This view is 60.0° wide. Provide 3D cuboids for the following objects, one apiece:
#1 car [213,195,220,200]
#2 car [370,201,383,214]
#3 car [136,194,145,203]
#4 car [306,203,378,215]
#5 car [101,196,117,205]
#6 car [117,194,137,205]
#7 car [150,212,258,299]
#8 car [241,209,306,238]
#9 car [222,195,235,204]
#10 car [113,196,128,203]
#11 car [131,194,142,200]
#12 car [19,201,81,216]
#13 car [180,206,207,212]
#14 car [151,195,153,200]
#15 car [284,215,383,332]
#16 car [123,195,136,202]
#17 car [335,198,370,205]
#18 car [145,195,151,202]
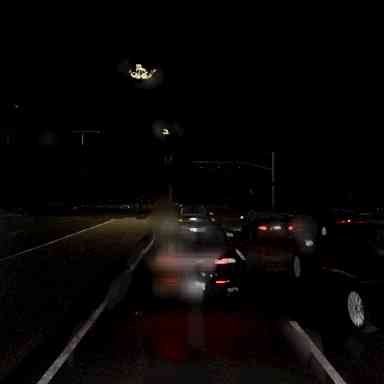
[{"bbox_3d":[6.881,1.551,93.027,1.994,1.385,4.181,0,0,1],"label":"car"},{"bbox_3d":[20.958,1.504,33.195,4.892,1.490,1.837,0,0,0],"label":"car"},{"bbox_3d":[-11.618,1.499,68.974,1.837,1.490,4.892,0,0,0],"label":"car"},{"bbox_3d":[7.072,1.505,16.915,1.837,1.490,4.892,0,0,0],"label":"car"},{"bbox_3d":[-15.159,1.477,60.631,1.882,1.535,5.008,0,0,0],"label":"car"},{"bbox_3d":[-11.699,1.563,60.152,1.994,1.385,4.181,0,0,1],"label":"car"},{"bbox_3d":[0.084,1.491,8.431,2.128,1.511,4.902,0,0,0],"label":"car"},{"bbox_3d":[3.575,1.547,16.448,2.033,1.411,5.357,0,0,0],"label":"car"},{"bbox_3d":[6.945,1.351,62.847,2.097,1.767,4.553,0,0,0],"label":"car"},{"bbox_3d":[-15.120,1.539,70.409,2.033,1.411,5.357,0,0,0],"label":"car"},{"bbox_3d":[-15.136,1.347,90.678,2.097,1.767,4.553,0,0,0],"label":"car"},{"bbox_3d":[-13.563,1.547,31.935,5.357,1.411,2.033,0,0,-2],"label":"car"},{"bbox_3d":[0.071,1.505,17.852,1.837,1.490,4.892,0,0,0],"label":"car"},{"bbox_3d":[-11.644,1.523,89.651,2.128,1.511,4.902,0,0,0],"label":"car"},{"bbox_3d":[3.588,1.478,6.829,1.882,1.535,5.008,0,0,0],"label":"car"},{"bbox_3d":[-15.138,1.524,80.512,2.128,1.511,4.902,0,0,0],"label":"car"},{"bbox_3d":[21.223,1.547,43.697,5.357,1.411,2.033,0,0,1],"label":"car"},{"bbox_3d":[-11.636,1.523,79.244,1.812,1.442,4.674,0,0,0],"label":"car"}]
